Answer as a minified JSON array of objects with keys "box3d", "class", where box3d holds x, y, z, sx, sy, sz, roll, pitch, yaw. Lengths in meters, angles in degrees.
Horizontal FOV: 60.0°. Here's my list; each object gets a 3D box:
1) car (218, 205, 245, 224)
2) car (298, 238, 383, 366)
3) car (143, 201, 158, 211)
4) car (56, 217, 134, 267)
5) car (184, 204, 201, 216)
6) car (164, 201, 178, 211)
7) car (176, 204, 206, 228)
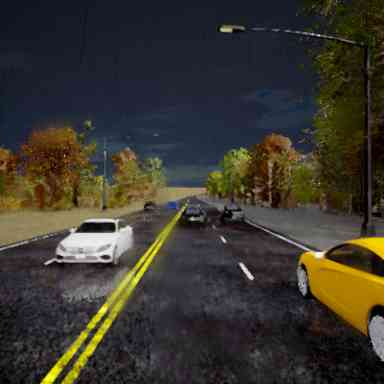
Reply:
[{"box3d":[3.313,1.846,28.287,2.128,1.511,4.902,0,-1,0],"class":"car"},{"box3d":[3.366,1.524,5.699,1.882,1.535,5.008,1,-2,0],"class":"car"},{"box3d":[-6.557,2.178,52.632,1.837,1.490,4.892,0,-1,0],"class":"car"},{"box3d":[-3.313,1.683,12.227,1.812,1.442,4.674,0,-1,0],"class":"car"},{"box3d":[0.070,2.124,40.859,1.895,1.301,4.718,0,-1,0],"class":"car"},{"box3d":[-3.307,2.151,52.613,1.882,1.535,5.008,0,-1,0],"class":"car"},{"box3d":[0.058,1.888,25.320,1.994,1.385,4.181,0,-1,0],"class":"car"}]
